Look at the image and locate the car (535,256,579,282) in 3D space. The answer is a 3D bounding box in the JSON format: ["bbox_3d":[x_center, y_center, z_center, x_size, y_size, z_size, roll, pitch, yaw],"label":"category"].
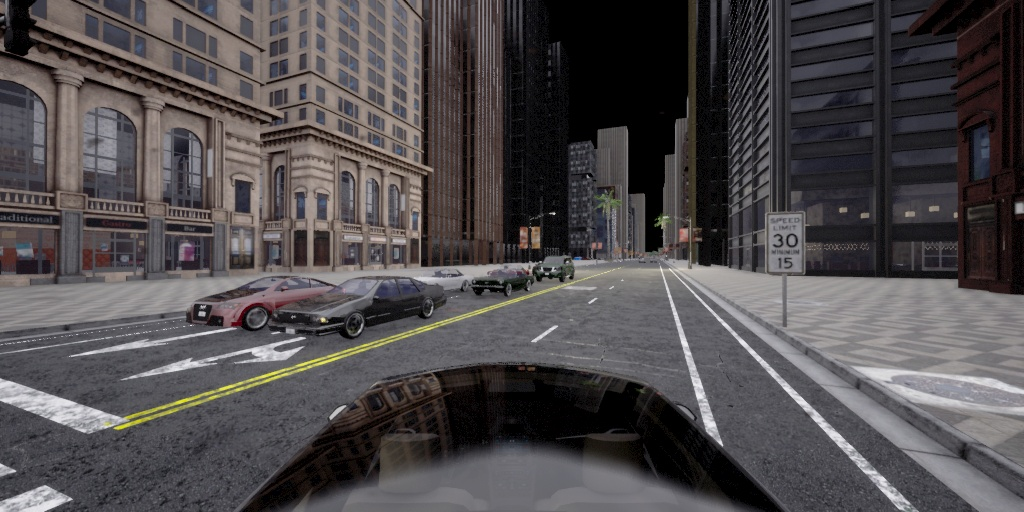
[{"bbox_3d":[3.637,0.986,29.324,2.150,2.045,5.566,0,0,22],"label":"car"}]

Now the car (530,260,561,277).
[{"bbox_3d":[3.645,1.250,37.903,1.882,1.535,5.008,0,0,23],"label":"car"}]

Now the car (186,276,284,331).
[{"bbox_3d":[-7.254,1.315,11.106,1.994,1.385,4.181,0,0,22],"label":"car"}]

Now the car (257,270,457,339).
[{"bbox_3d":[-3.986,1.299,10.525,2.033,1.411,5.357,0,0,22],"label":"car"}]

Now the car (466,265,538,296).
[{"bbox_3d":[-0.384,1.357,19.412,1.895,1.301,4.718,0,0,22],"label":"car"}]

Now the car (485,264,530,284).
[{"bbox_3d":[-0.224,1.363,28.459,1.895,1.301,4.718,0,0,22],"label":"car"}]

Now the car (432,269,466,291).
[{"bbox_3d":[-3.967,1.356,19.227,1.895,1.301,4.718,0,0,22],"label":"car"}]
